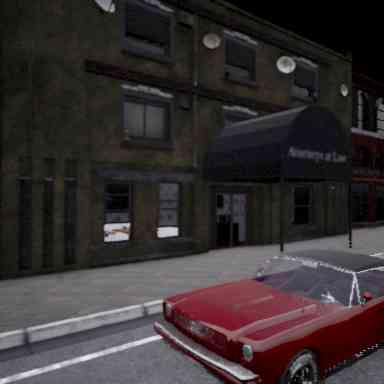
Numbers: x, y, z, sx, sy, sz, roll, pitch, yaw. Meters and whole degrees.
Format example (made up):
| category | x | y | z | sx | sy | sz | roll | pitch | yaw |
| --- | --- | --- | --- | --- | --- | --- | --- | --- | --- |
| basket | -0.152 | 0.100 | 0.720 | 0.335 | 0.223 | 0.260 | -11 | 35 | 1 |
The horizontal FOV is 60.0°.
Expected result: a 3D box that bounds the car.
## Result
| category | x | y | z | sx | sy | sz | roll | pitch | yaw |
| --- | --- | --- | --- | --- | --- | --- | --- | --- | --- |
| car | 1.851 | 1.630 | 5.015 | 4.718 | 1.301 | 1.895 | 0 | 0 | -36 |
